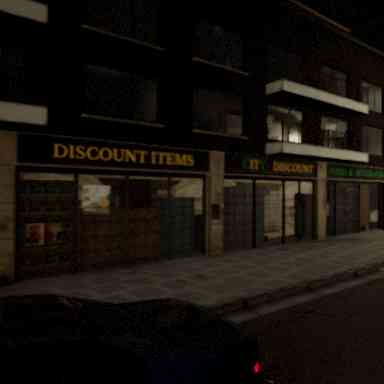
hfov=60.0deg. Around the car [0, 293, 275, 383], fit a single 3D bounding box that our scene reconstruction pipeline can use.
[{"bbox_3d":[-1.831,1.549,2.072,5.357,1.411,2.033,0,0,-36],"label":"car"}]
